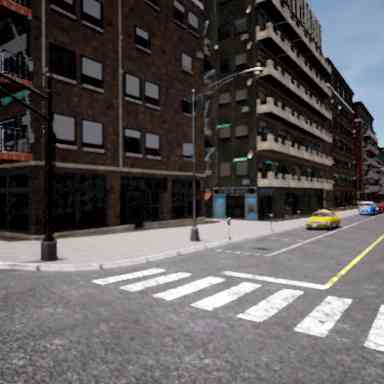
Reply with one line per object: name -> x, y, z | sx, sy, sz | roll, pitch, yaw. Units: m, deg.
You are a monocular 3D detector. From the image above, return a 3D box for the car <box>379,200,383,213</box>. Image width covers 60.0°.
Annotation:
car -> 26.122, 2.355, 48.098 | 1.967, 1.590, 4.097 | -2, -2, 35

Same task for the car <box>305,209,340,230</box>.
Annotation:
car -> 9.794, 1.998, 24.838 | 1.752, 1.417, 4.829 | -2, -2, 35

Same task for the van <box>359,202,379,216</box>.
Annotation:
van -> 22.874, 2.168, 43.477 | 1.690, 1.788, 3.998 | -2, -2, 35

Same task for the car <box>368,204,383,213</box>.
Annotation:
car -> 29.369, 2.547, 52.719 | 1.887, 1.381, 4.507 | -2, -2, 35
